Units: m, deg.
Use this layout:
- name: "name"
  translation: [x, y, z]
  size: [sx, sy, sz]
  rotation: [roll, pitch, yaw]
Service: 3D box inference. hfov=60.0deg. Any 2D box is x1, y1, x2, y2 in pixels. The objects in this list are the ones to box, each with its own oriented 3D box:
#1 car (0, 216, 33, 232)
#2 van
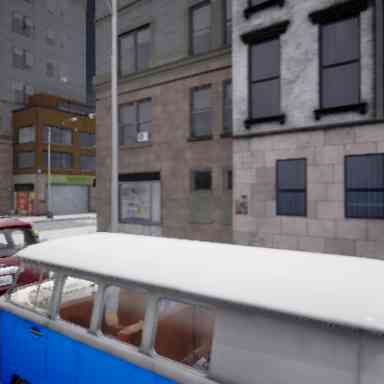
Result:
- name: "car"
  translation: [-4.626, 1.358, 6.096]
  size: [5.009, 1.841, 2.192]
  rotation: [0, 0, 35]
- name: "van"
  translation: [-0.133, 1.351, 2.904]
  size: [3.998, 1.788, 1.690]
  rotation: [0, 0, 35]
